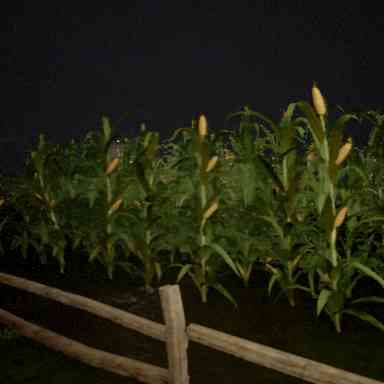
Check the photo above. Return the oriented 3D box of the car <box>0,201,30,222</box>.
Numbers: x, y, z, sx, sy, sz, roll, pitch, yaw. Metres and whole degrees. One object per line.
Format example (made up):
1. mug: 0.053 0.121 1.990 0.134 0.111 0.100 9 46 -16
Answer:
1. car: -12.247 1.429 24.259 1.837 1.490 4.892 0 0 35
